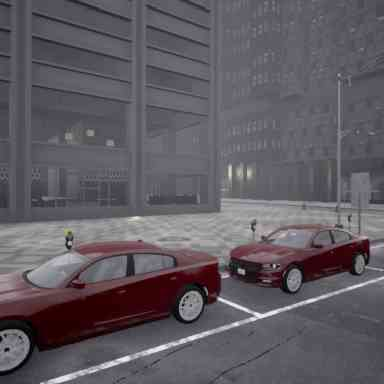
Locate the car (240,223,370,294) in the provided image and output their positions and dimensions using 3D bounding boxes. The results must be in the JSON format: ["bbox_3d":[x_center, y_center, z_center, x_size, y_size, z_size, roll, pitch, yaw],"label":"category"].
[{"bbox_3d":[2.937,1.545,8.789,4.507,1.381,1.887,0,0,-36],"label":"car"}]

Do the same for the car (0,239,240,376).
[{"bbox_3d":[-1.550,1.545,5.565,4.507,1.381,1.887,0,0,-36],"label":"car"}]
